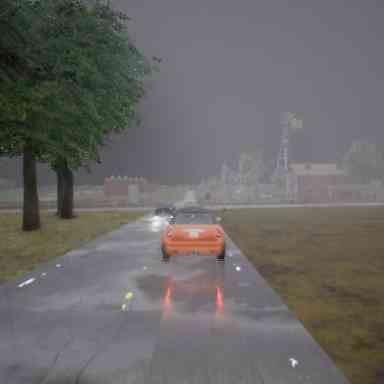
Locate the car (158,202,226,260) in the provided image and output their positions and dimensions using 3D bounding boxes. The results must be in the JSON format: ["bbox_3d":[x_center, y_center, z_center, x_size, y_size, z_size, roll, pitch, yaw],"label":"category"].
[{"bbox_3d":[0.069,1.381,12.648,2.097,1.767,4.553,0,0,0],"label":"car"}]

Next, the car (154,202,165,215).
[{"bbox_3d":[-2.818,1.722,34.868,1.895,1.301,4.718,0,0,0],"label":"car"}]

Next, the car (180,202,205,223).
[{"bbox_3d":[0.063,1.586,27.371,1.837,1.490,4.892,0,0,0],"label":"car"}]
